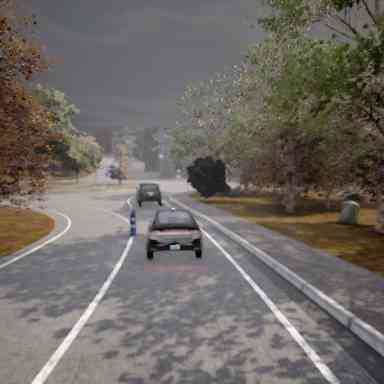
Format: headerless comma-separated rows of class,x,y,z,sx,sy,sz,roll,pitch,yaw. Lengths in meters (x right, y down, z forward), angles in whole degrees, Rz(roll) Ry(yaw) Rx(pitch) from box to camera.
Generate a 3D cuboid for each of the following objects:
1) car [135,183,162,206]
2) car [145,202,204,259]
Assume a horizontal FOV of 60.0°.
car,-4.220,0.114,32.273,2.150,2.045,5.566,-1,5,-12
car,-0.702,1.384,12.335,2.128,1.511,4.902,-1,1,-5
